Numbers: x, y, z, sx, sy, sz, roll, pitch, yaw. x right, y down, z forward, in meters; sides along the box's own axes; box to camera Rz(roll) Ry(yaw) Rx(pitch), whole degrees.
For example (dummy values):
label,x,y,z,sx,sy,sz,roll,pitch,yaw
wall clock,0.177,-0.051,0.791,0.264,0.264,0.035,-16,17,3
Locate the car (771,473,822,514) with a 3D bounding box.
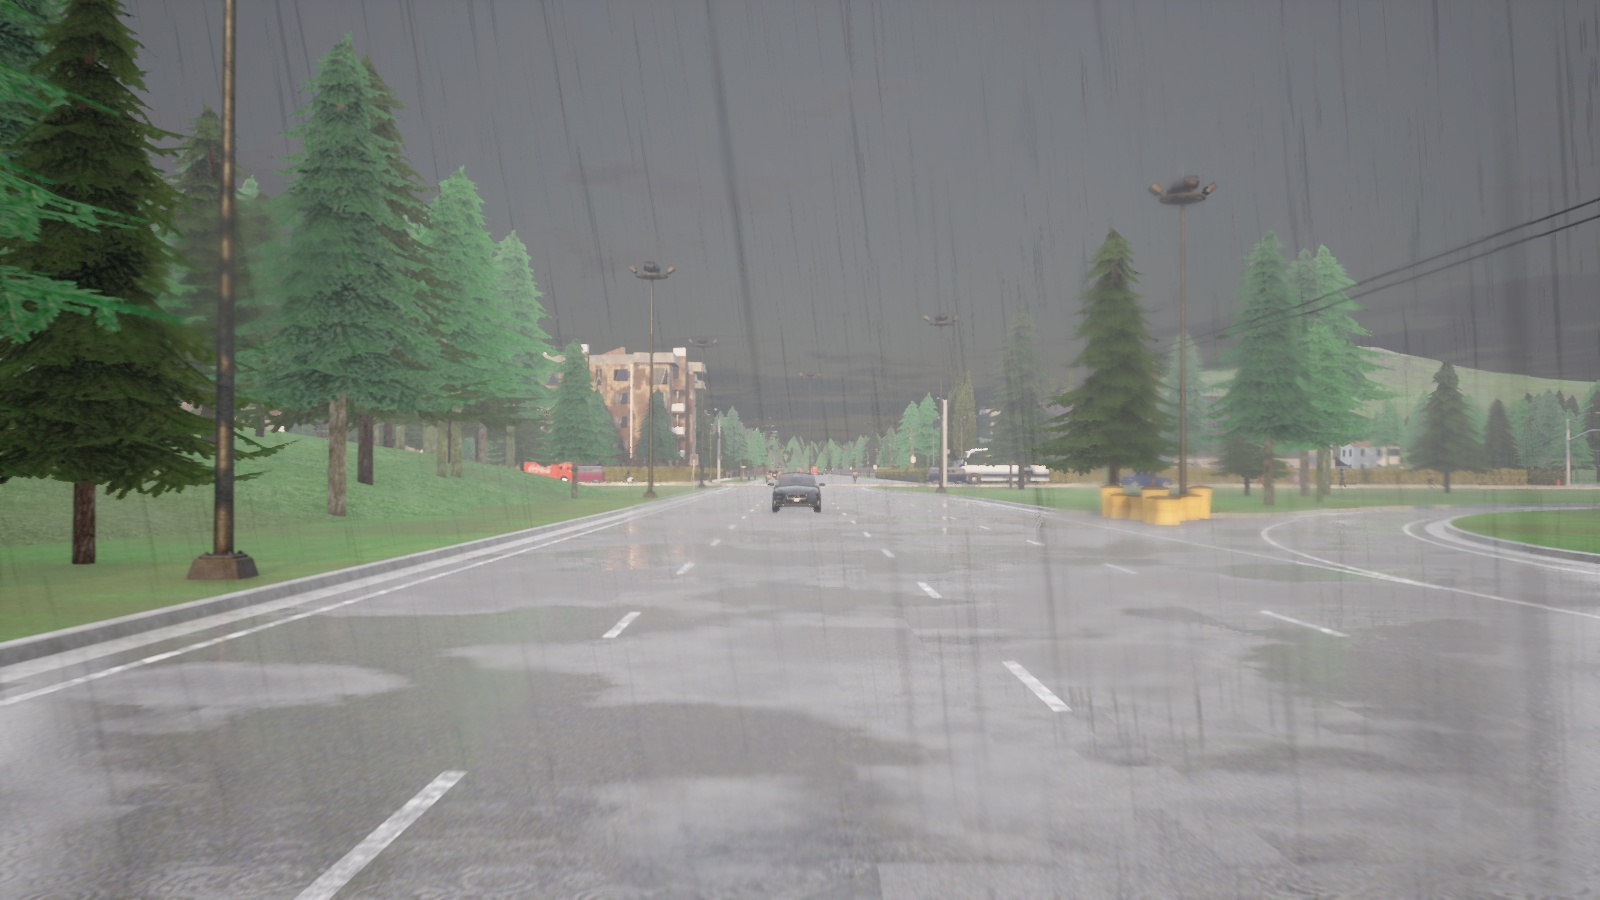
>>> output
label,x,y,z,sx,sy,sz,roll,pitch,yaw
car,-0.115,1.618,47.854,1.837,1.490,4.892,0,-1,0
